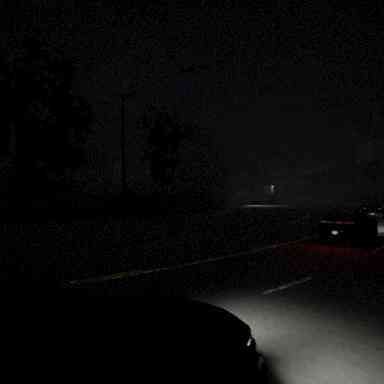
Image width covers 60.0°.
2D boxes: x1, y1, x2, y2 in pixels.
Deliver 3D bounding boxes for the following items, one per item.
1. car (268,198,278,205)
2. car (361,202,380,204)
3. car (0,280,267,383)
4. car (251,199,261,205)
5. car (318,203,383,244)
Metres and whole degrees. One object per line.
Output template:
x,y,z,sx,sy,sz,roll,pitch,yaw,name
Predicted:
16.634,1.989,68.537,2.033,1.411,5.357,-1,-1,9,car
15.661,1.577,29.319,2.128,1.511,4.902,-1,0,24,car
-1.429,1.527,2.747,4.674,1.442,1.812,0,0,-36,car
13.175,2.046,69.068,1.994,1.385,4.181,-1,-1,9,car
7.649,1.524,16.154,2.128,1.511,4.902,0,0,39,car
